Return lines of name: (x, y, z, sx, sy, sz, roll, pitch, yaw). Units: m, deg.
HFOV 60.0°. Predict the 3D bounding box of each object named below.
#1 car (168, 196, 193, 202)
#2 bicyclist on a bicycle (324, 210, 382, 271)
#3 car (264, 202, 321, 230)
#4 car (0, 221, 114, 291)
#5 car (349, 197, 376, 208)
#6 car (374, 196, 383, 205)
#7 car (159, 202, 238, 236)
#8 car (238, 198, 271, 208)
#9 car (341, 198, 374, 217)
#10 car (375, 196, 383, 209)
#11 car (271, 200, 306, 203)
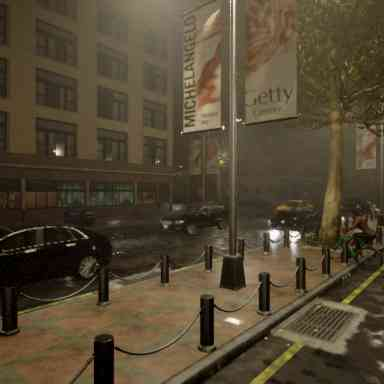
car: (-1.996, 1.504, 56.186, 4.892, 1.490, 1.837, 0, 0, 38)
bicyclist on a bicycle: (4.774, 1.364, 9.735, 1.656, 1.620, 0.582, 17, 11, 40)
car: (6.560, 1.564, 20.929, 1.994, 1.385, 4.181, 0, 0, 40)
car: (-4.182, 1.505, 7.893, 1.837, 1.490, 4.892, 0, 0, 39)
car: (25.351, 1.548, 49.378, 2.033, 1.411, 5.357, 0, 0, 44)
car: (34.599, 1.478, 60.297, 1.882, 1.535, 5.008, 0, 0, 39)
car: (0.231, 1.492, 18.716, 2.128, 1.511, 4.902, 0, 0, 40)
car: (8.796, 1.547, 47.572, 5.357, 1.411, 2.033, 0, 0, 32)
car: (15.599, 1.352, 31.896, 2.097, 1.767, 4.553, 0, 0, 40)
car: (26.047, 1.506, 44.566, 1.837, 1.490, 4.892, 0, 0, 40)
car: (9.227, 1.478, 29.668, 1.882, 1.535, 5.008, 0, 0, 40)
